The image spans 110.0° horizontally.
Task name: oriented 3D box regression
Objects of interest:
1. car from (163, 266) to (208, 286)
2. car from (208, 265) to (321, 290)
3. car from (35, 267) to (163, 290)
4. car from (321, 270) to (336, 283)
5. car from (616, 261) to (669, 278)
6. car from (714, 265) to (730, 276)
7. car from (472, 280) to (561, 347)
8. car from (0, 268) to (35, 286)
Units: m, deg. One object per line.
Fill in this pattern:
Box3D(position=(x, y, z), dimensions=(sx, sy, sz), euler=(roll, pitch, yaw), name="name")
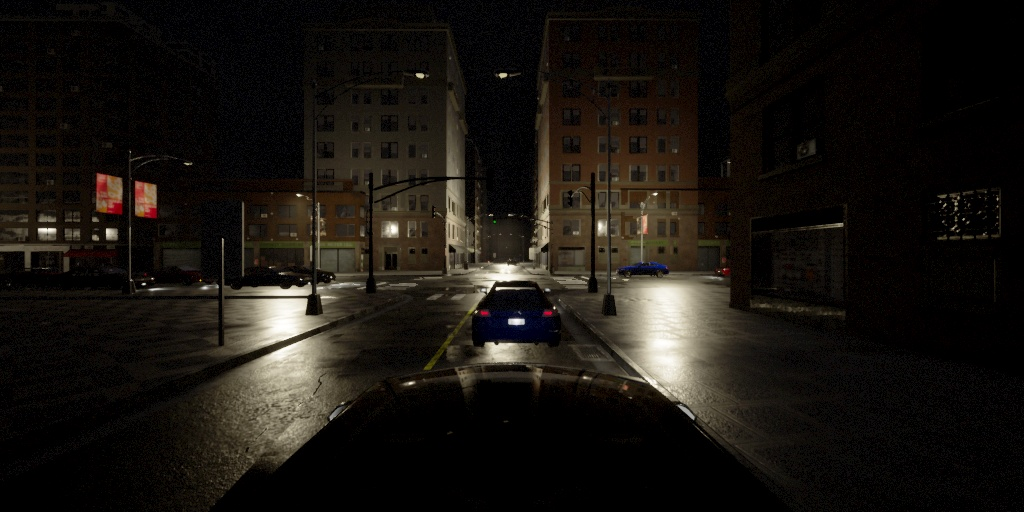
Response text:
Box3D(position=(-23.824, 1.399, 25.832), dimensions=(4.181, 1.385, 1.994), euler=(0, 0, -1), name="car")
Box3D(position=(-15.457, 1.350, 22.626), dimensions=(5.357, 1.411, 2.033), euler=(0, 0, 0), name="car")
Box3D(position=(-25.837, 1.390, 22.578), dimensions=(5.357, 1.411, 2.033), euler=(0, 0, 0), name="car")
Box3D(position=(-15.043, 1.365, 25.876), dimensions=(4.181, 1.385, 1.994), euler=(0, 0, 0), name="car")
Box3D(position=(11.860, 1.218, 32.707), dimensions=(4.674, 1.442, 1.812), euler=(0, 0, 0), name="car")
Box3D(position=(20.899, 1.225, 32.746), dimensions=(4.181, 1.385, 1.994), euler=(0, 0, 0), name="car")
Box3D(position=(0.096, 1.314, 9.346), dimensions=(1.994, 1.385, 4.181), euler=(0, 0, 0), name="car")
Box3D(position=(-33.716, 1.469, 25.794), dimensions=(4.718, 1.301, 1.895), euler=(0, 0, 0), name="car")
